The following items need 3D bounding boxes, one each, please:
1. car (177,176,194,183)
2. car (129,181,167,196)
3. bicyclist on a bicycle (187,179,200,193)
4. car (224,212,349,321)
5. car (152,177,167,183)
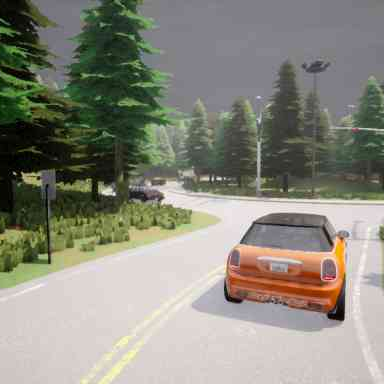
[{"bbox_3d":[-1.299,-2.678,69.826,1.812,1.442,4.674,3,5,35],"label":"car"},{"bbox_3d":[-4.521,0.079,30.804,2.033,1.411,5.357,-3,5,-35],"label":"car"},{"bbox_3d":[0.160,-0.643,37.310,1.656,1.620,0.582,-3,5,-28],"label":"bicyclist on a bicycle"},{"bbox_3d":[2.359,1.241,7.547,2.097,1.767,4.553,2,2,25],"label":"car"},{"bbox_3d":[-5.658,-1.855,57.600,1.882,1.535,5.008,0,4,6],"label":"car"}]
